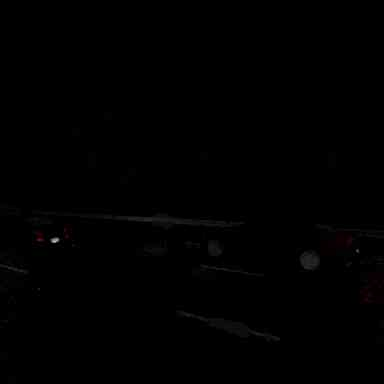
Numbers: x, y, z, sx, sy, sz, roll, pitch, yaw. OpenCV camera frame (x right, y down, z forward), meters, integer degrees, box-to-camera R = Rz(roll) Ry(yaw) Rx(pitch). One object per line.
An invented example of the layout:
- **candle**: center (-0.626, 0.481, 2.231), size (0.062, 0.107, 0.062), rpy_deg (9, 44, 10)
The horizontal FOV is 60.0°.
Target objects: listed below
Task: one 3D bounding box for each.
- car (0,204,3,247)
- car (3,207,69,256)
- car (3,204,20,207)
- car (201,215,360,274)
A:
- **car**: center (-8.107, 1.228, 9.784), size (5.566, 2.045, 2.150), rpy_deg (0, 0, 36)
- **car**: center (-6.719, 1.532, 13.093), size (4.674, 1.442, 1.812), rpy_deg (0, 0, 36)
- **car**: center (-12.238, 1.489, 21.289), size (5.008, 1.535, 1.882), rpy_deg (0, 0, 35)
- **car**: center (2.617, 1.480, 10.726), size (5.008, 1.535, 1.882), rpy_deg (0, 0, 36)
